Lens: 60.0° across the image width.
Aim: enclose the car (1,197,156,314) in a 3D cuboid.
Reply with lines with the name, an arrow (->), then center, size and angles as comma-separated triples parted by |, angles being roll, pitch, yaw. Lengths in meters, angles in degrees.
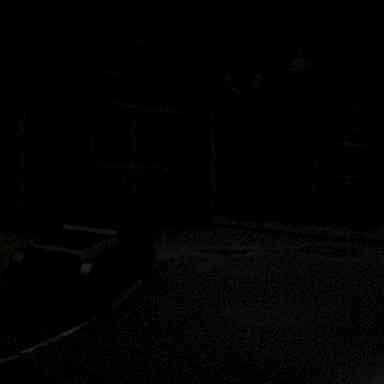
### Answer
car -> -2.102, 1.133, 7.481 | 1.905, 1.878, 3.866 | 6, 3, 12
